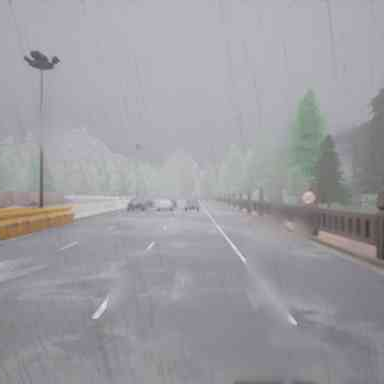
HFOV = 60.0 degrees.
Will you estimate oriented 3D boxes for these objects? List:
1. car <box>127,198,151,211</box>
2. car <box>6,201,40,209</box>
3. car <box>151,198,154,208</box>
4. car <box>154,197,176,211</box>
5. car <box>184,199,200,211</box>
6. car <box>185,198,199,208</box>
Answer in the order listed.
[{"bbox_3d":[-6.997,1.512,42.963,2.097,1.767,4.553,0,0,0],"label":"car"},{"bbox_3d":[-17.534,1.679,35.270,2.033,1.411,5.357,0,0,1],"label":"car"},{"bbox_3d":[-6.997,1.702,52.996,1.837,1.490,4.892,0,0,0],"label":"car"},{"bbox_3d":[-3.399,1.686,42.830,1.812,1.442,4.674,0,0,0],"label":"car"},{"bbox_3d":[0.003,1.706,42.576,2.033,1.411,5.357,0,0,0],"label":"car"},{"bbox_3d":[0.003,1.745,52.995,2.033,1.411,5.357,0,0,0],"label":"car"}]
